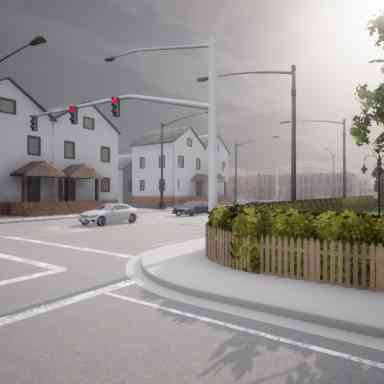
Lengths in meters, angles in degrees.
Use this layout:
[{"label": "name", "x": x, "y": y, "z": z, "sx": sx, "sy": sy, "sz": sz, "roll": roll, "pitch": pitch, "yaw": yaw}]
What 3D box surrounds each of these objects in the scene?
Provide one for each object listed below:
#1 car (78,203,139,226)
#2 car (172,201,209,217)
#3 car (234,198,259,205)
[{"label": "car", "x": -5.729, "y": 1.526, "z": 23.473, "sx": 1.812, "sy": 1.442, "sz": 4.674, "roll": 0, "pitch": 0, "yaw": 35}, {"label": "car", "x": 0.305, "y": 1.547, "z": 32.210, "sx": 2.033, "sy": 1.411, "sz": 5.357, "roll": 0, "pitch": 0, "yaw": 35}, {"label": "car", "x": 6.882, "y": 1.492, "z": 41.705, "sx": 2.128, "sy": 1.511, "sz": 4.902, "roll": 0, "pitch": 0, "yaw": 35}]
